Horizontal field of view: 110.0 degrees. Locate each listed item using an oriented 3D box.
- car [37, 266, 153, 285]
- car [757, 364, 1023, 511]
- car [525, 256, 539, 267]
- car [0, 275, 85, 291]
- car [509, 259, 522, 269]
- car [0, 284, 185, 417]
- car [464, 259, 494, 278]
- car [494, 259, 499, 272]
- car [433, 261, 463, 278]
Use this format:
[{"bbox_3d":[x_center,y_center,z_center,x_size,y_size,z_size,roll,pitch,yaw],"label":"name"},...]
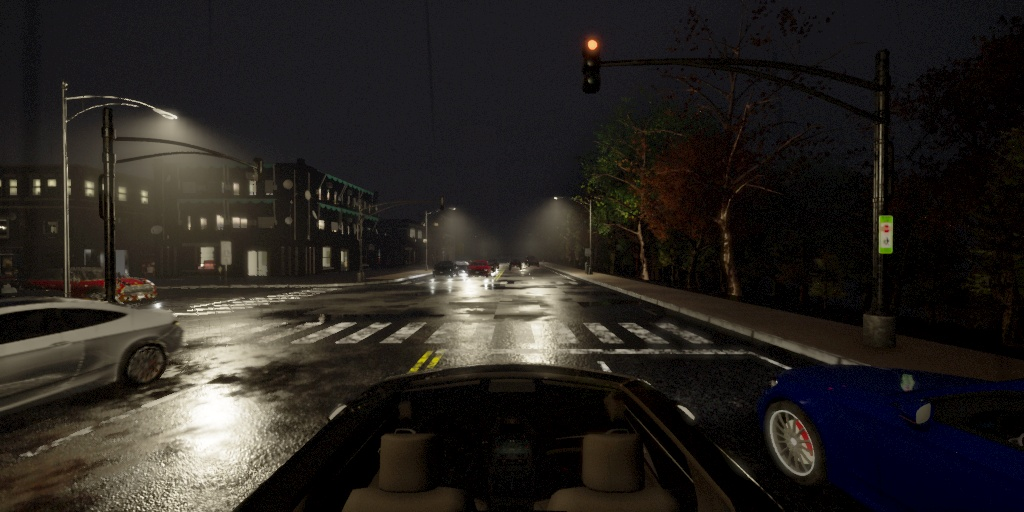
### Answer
[{"bbox_3d":[-19.339,1.319,16.523,4.553,1.767,2.097,-1,1,1],"label":"car"},{"bbox_3d":[3.355,1.276,1.635,1.812,1.442,4.674,0,0,1],"label":"car"},{"bbox_3d":[3.853,1.204,64.701,1.882,1.535,5.008,0,0,1],"label":"car"},{"bbox_3d":[-19.854,1.565,13.822,4.313,1.339,1.948,0,0,1],"label":"car"},{"bbox_3d":[0.527,1.235,55.336,1.837,1.490,4.892,0,0,0],"label":"car"},{"bbox_3d":[-6.485,1.275,4.196,1.812,1.442,4.674,0,0,1],"label":"car"},{"bbox_3d":[-3.074,1.217,34.580,1.882,1.535,5.008,0,0,1],"label":"car"},{"bbox_3d":[-2.994,1.261,44.641,1.812,1.442,4.674,0,0,1],"label":"car"},{"bbox_3d":[-6.330,1.217,34.738,1.882,1.535,5.008,0,0,1],"label":"car"}]
